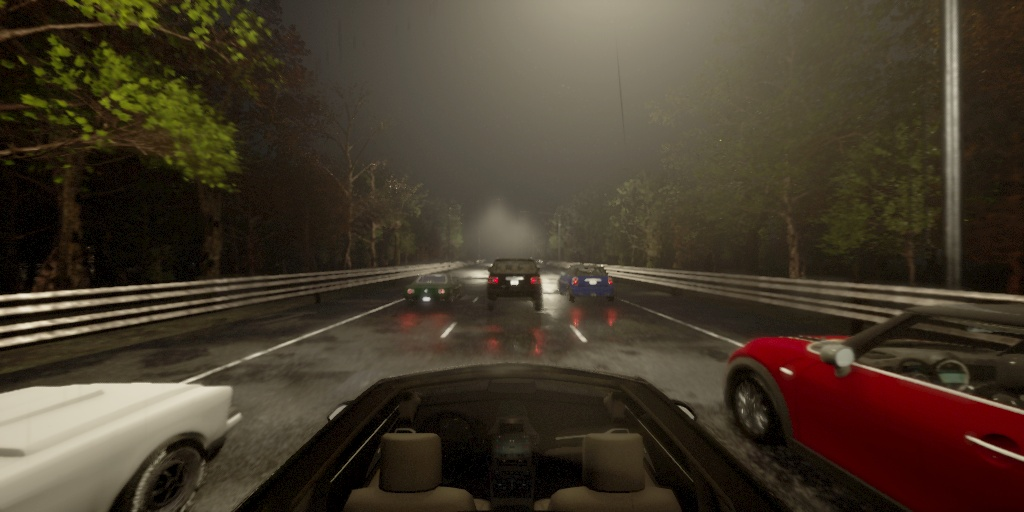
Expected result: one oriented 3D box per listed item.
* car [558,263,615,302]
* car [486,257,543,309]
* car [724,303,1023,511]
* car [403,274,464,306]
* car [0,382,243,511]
[{"bbox_3d":[3.597,1.212,18.040,2.097,1.767,4.553,0,0,0],"label":"car"},{"bbox_3d":[0.096,1.065,15.510,2.150,2.045,5.566,0,0,0],"label":"car"},{"bbox_3d":[3.599,1.107,2.461,2.097,1.767,4.553,0,0,0],"label":"car"},{"bbox_3d":[-3.402,1.451,16.503,1.895,1.301,4.718,0,0,0],"label":"car"},{"bbox_3d":[-3.401,1.346,1.119,1.895,1.301,4.718,0,0,0],"label":"car"}]
